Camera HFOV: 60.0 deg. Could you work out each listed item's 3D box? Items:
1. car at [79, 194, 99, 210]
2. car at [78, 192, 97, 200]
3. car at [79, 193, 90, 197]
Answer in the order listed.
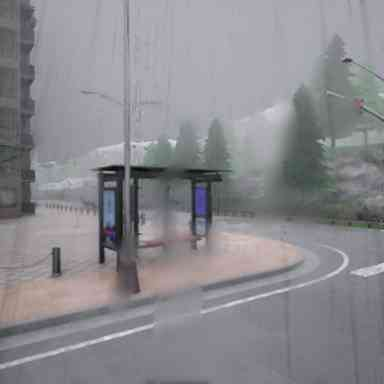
[{"bbox_3d":[-12.019,1.398,41.271,1.837,1.490,4.892,0,0,-35],"label":"car"},{"bbox_3d":[-25.367,1.008,80.885,3.866,1.878,1.905,0,0,-36],"label":"car"},{"bbox_3d":[-23.581,1.004,79.073,4.605,1.855,1.932,0,0,-36],"label":"car"}]
